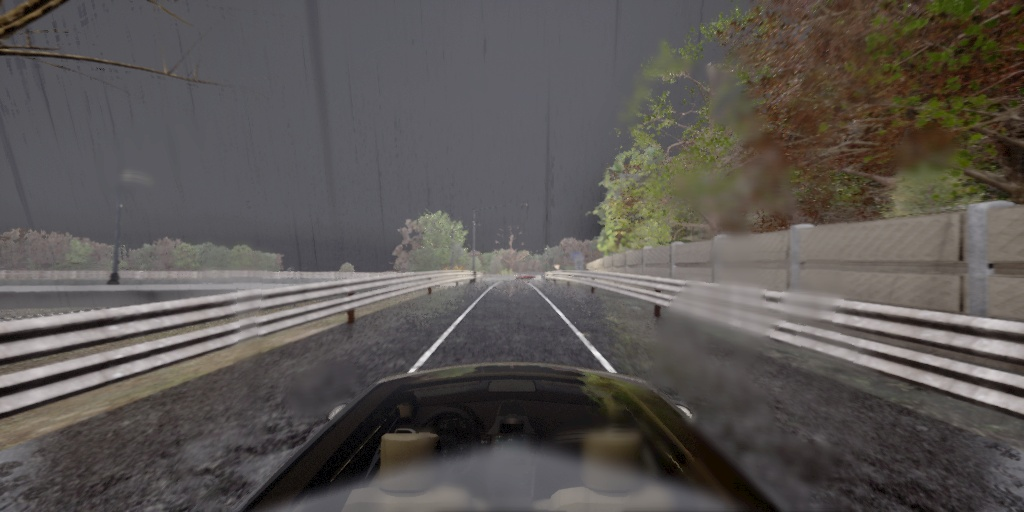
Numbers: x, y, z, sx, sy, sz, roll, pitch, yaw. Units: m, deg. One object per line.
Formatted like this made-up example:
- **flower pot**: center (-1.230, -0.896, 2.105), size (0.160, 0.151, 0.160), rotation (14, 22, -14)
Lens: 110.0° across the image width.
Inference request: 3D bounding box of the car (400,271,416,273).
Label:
- **car**: center (-14.792, 2.961, 52.209), size (5.008, 1.535, 1.882), rotation (3, -4, -44)
